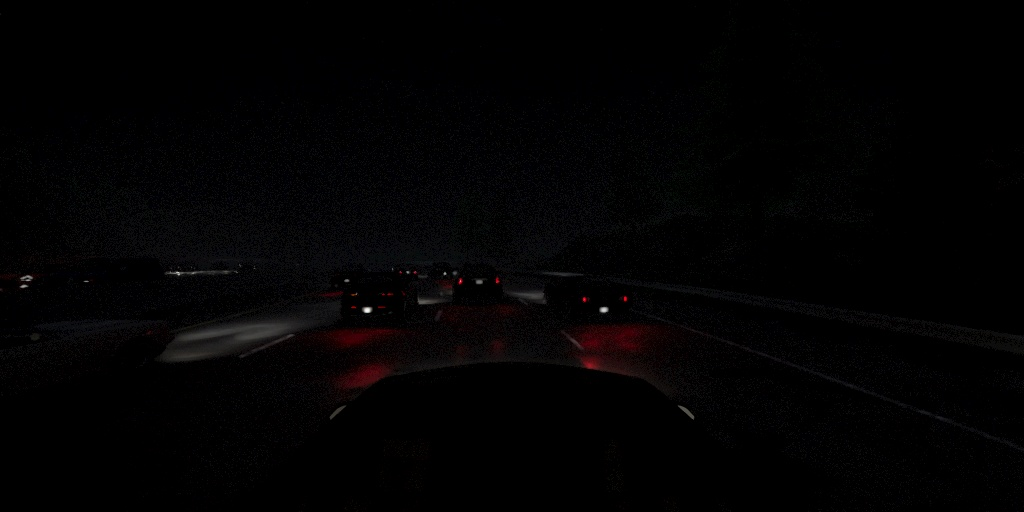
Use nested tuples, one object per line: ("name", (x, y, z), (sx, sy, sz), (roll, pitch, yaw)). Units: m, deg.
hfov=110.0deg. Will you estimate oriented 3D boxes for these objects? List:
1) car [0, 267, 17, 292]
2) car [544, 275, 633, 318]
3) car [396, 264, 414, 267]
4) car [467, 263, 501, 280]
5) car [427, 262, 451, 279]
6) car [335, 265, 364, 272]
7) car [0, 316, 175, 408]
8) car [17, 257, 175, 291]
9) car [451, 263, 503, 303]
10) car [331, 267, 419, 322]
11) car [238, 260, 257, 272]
("car", (-28.289, 1.259, 21.353), (2.097, 1.767, 4.553), (0, 0, -20))
("car", (2.525, 1.358, 13.182), (1.895, 1.301, 4.718), (0, 0, -8))
("car", (-9.344, 1.387, 31.198), (2.033, 1.411, 5.357), (0, 0, -22))
("car", (-2.604, 1.376, 32.823), (1.994, 1.385, 4.181), (0, 0, -21))
("car", (-6.899, 1.338, 34.245), (1.837, 1.490, 4.892), (0, 0, -22))
("car", (-10.439, 1.309, 23.475), (1.882, 1.535, 5.008), (0, 0, -16))
("car", (-7.151, 1.387, 4.493), (1.895, 1.301, 4.718), (0, 0, -2))
("car", (-19.810, 1.084, 17.618), (2.150, 2.045, 5.566), (0, 0, -15))
("car", (-1.753, 1.135, 17.318), (2.097, 1.767, 4.553), (0, 0, -10))
("car", (-4.480, 1.292, 12.641), (1.837, 1.490, 4.892), (0, 0, -8))
("car", (-38.558, 1.355, 52.264), (2.097, 1.767, 4.553), (0, 0, -35))
